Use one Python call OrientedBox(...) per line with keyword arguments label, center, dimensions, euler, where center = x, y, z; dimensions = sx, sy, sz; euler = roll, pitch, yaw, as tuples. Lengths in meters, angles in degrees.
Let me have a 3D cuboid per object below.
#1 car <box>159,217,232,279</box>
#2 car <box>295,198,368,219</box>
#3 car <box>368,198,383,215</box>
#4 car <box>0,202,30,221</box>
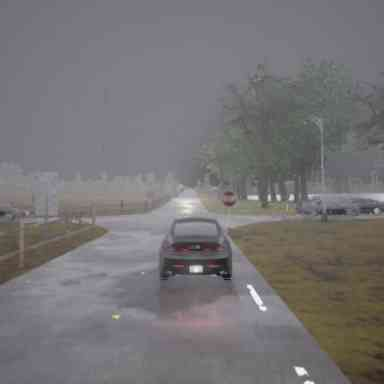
OrientedBox(label="car", center=(0.097, 1.516, 10.025), dimensions=(1.837, 1.490, 4.892), euler=(0, 0, 0))
OrientedBox(label="car", center=(10.753, 1.298, 26.468), dimensions=(4.902, 1.511, 2.128), euler=(-1, -1, -2))
OrientedBox(label="car", center=(14.444, 1.298, 29.411), dimensions=(4.892, 1.490, 1.837), euler=(-1, -1, 0))
OrientedBox(label="car", center=(-15.425, 1.513, 26.343), dimensions=(4.902, 1.511, 2.128), euler=(0, -1, 1))
